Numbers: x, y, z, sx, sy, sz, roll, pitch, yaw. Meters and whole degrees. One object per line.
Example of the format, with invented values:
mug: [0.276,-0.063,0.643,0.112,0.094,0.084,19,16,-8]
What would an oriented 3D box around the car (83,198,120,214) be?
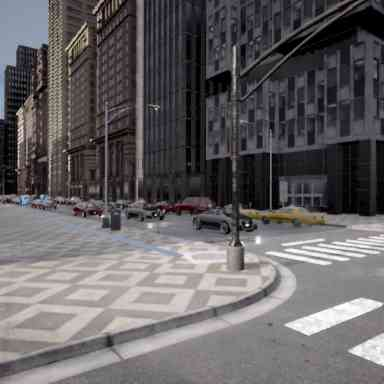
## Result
car: [-9.956,1.592,36.103,1.837,1.490,4.892,0,0,-35]

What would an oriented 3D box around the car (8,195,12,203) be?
car: [-35.811,1.779,68.022,1.802,1.307,4.206,0,0,-35]

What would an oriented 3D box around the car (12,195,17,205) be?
car: [-32.478,1.705,63.310,1.752,1.417,4.829,0,0,-35]

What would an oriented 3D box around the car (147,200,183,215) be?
car: [-2.981,1.642,36.371,1.887,1.381,4.507,0,0,-35]

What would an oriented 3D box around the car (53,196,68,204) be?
car: [-28.860,1.667,72.957,1.967,1.590,4.097,0,0,-35]

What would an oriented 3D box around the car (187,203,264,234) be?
car: [1.826,1.595,19.433,1.994,1.385,4.181,0,0,-35]

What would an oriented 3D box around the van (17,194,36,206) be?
van: [-29.341,1.504,58.876,1.690,1.788,3.998,0,0,-35]

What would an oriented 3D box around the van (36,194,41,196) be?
van: [-38.565,1.621,86.678,1.690,1.788,3.998,0,0,-35]

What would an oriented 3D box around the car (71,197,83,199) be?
car: [-17.526,1.653,52.328,1.837,1.490,4.892,0,0,-35]

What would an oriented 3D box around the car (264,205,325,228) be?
car: [6.625,1.577,22.790,1.752,1.417,4.829,0,0,-35]

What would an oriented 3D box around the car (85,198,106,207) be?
car: [-15.920,1.726,54.664,1.947,1.339,4.313,0,0,-35]

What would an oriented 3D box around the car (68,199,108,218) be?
car: [-9.931,1.611,31.433,1.887,1.381,4.507,0,0,-35]

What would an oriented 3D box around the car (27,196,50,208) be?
car: [-22.871,1.712,49.727,1.802,1.307,4.206,0,0,-35]

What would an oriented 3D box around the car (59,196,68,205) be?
car: [-23.542,1.779,60.830,1.895,1.301,4.718,0,0,-36]

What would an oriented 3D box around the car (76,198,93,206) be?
car: [-19.155,1.758,59.237,1.802,1.307,4.206,0,0,-35]

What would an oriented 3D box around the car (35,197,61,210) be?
car: [-19.636,1.696,45.154,1.802,1.307,4.206,0,0,-35]

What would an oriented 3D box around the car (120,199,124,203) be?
car: [-9.451,1.679,45.517,2.008,1.369,4.403,0,0,-35]

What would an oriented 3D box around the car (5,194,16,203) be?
car: [-39.047,1.529,72.597,2.192,1.841,5.009,0,0,-35]

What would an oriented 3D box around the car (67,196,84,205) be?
car: [-22.390,1.633,63.811,1.967,1.590,4.097,0,0,-35]

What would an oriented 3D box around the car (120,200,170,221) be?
car: [-3.961,1.622,27.616,1.994,1.385,4.181,0,0,-35]

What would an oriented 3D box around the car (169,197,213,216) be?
car: [0.254,1.397,31.798,2.192,1.841,5.009,0,0,-35]

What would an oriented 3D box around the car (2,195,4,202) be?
car: [-42.281,1.813,77.169,1.802,1.307,4.206,0,0,-35]

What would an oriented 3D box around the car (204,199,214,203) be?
car: [3.390,1.592,27.363,1.752,1.417,4.829,0,0,-35]

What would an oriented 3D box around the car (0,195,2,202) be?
car: [-45.516,1.689,81.743,1.967,1.590,4.097,0,0,-35]
